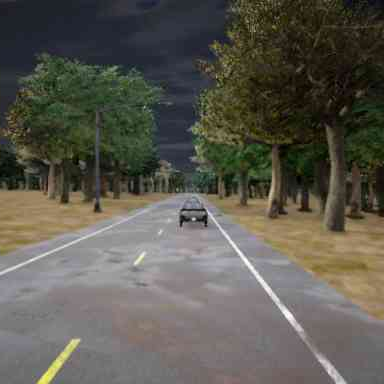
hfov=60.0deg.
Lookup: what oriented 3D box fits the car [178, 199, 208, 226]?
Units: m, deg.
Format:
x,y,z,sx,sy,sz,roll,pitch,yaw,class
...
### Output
x,y,z,sx,sy,sz,roll,pitch,yaw,class
0.100,1.461,23.016,2.128,1.511,4.902,0,0,0,car
